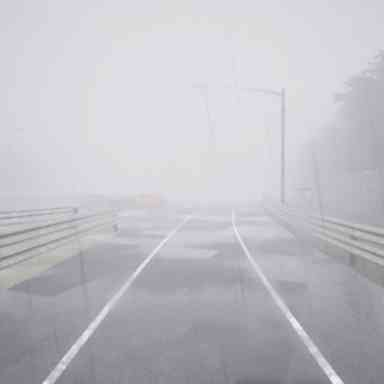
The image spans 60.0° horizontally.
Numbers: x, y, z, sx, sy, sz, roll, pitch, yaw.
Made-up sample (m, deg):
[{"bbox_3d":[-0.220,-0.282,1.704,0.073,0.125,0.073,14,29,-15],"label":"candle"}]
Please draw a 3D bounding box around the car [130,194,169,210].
[{"bbox_3d":[-4.306,0.977,36.236,2.097,1.767,4.553,0,1,22],"label":"car"}]

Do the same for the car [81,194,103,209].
[{"bbox_3d":[-10.789,0.981,38.865,2.097,1.767,4.553,0,1,22],"label":"car"}]

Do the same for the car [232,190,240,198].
[{"bbox_3d":[11.332,0.745,84.140,1.812,1.442,4.674,0,0,22],"label":"car"}]

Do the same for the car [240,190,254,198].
[{"bbox_3d":[13.823,0.754,80.968,2.128,1.511,4.902,0,0,22],"label":"car"}]

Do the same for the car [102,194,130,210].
[{"bbox_3d":[-7.527,1.113,37.595,1.882,1.535,5.008,0,1,22],"label":"car"}]
